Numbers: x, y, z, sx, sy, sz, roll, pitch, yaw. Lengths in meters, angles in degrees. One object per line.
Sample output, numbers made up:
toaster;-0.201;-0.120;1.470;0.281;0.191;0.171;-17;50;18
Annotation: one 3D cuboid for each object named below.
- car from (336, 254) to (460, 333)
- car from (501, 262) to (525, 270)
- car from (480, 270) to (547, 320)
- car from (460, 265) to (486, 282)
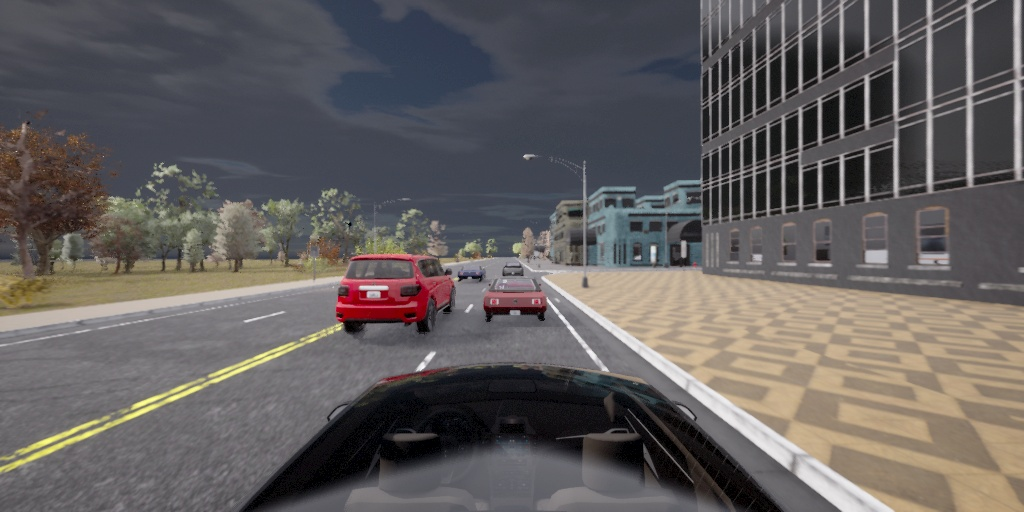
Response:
car;-3.154;0.972;10.845;2.150;2.045;5.566;0;0;0
car;0.090;1.241;32.196;2.128;1.511;4.902;0;0;0
car;0.095;1.352;12.555;1.895;1.301;4.718;0;0;0
car;-3.158;1.351;29.071;1.895;1.301;4.718;0;0;0
